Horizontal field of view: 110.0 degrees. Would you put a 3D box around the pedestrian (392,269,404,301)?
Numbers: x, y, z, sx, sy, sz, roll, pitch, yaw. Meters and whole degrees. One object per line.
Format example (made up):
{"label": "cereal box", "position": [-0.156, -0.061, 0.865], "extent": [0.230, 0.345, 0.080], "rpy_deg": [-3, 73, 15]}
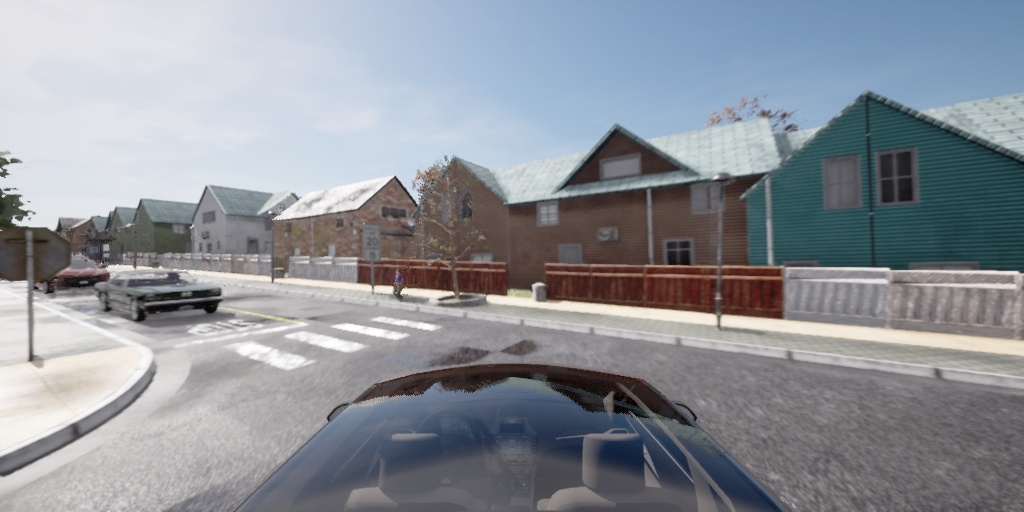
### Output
{"label": "pedestrian", "position": [-4.121, 1.000, 13.179], "extent": [0.375, 1.300, 0.375], "rpy_deg": [-2, -4, 30]}

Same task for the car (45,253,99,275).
{"label": "car", "position": [-34.587, 0.567, 28.165], "extent": [5.008, 1.535, 1.882], "rpy_deg": [1, 1, 30]}

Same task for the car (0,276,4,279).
{"label": "car", "position": [-32.858, 0.657, 23.898], "extent": [4.892, 1.490, 1.837], "rpy_deg": [1, 1, 30]}

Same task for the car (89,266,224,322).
{"label": "car", "position": [-11.109, 1.119, 11.261], "extent": [4.718, 1.301, 1.895], "rpy_deg": [1, 1, 30]}

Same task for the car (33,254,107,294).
{"label": "car", "position": [-20.763, 0.828, 16.852], "extent": [5.008, 1.535, 1.882], "rpy_deg": [1, 1, 30]}
